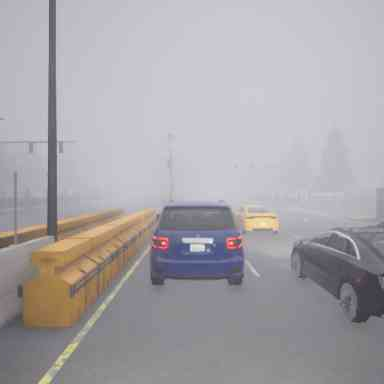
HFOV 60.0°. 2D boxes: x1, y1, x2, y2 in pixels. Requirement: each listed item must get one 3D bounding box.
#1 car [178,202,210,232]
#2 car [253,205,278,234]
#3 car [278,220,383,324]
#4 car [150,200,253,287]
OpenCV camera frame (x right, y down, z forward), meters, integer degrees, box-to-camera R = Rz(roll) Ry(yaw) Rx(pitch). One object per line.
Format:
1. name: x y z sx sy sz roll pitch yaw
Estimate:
1. car: 0.133 1.515 21.442 1.837 1.490 4.892 0 1 0
2. car: 3.630 1.485 19.424 1.882 1.535 5.008 0 0 0
3. car: 3.609 1.495 7.131 2.128 1.511 4.902 0 0 0
4. car: 0.116 1.227 9.512 2.150 2.045 5.566 0 0 0
